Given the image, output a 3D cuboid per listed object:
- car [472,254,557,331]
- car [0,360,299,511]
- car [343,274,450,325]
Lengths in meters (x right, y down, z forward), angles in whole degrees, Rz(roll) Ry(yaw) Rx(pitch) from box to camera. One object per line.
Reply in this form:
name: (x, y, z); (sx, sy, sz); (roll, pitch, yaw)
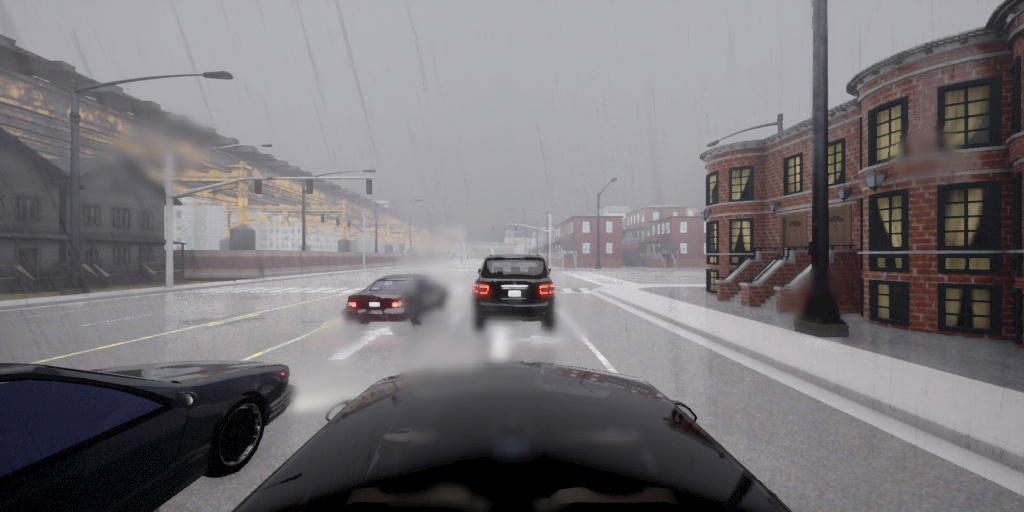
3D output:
car: (0.082, 0.971, 11.076); (2.150, 2.045, 5.566); (0, 0, 0)
car: (-3.388, 1.297, 1.685); (2.033, 1.411, 5.357); (0, 0, -1)
car: (-3.443, 1.297, 11.757); (2.033, 1.411, 5.357); (0, 0, 2)
